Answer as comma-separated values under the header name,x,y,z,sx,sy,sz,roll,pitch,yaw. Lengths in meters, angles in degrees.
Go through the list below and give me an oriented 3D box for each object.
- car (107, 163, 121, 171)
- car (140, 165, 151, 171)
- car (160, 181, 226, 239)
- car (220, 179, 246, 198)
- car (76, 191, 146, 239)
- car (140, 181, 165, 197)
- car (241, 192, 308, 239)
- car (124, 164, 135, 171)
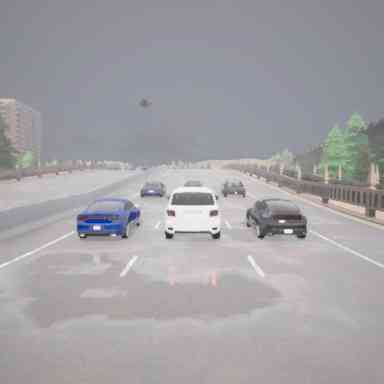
name,x,y,z,sx,sy,sz,roll,pitch,yaw
car,-17.139,-5.488,73.098,2.097,1.767,4.553,0,7,0
car,-10.139,-5.289,73.051,1.994,1.385,4.181,0,7,0
car,0.039,0.762,14.604,2.150,2.045,5.566,0,4,0
car,3.621,-0.401,29.554,2.128,1.511,4.902,0,7,0
car,-3.461,0.994,14.603,1.882,1.535,5.008,0,4,0
car,-3.380,-0.309,29.463,1.994,1.385,4.181,0,6,0
car,3.539,1.026,14.568,1.837,1.490,4.892,0,4,0
car,-13.639,-5.317,73.068,1.812,1.442,4.674,0,7,0
